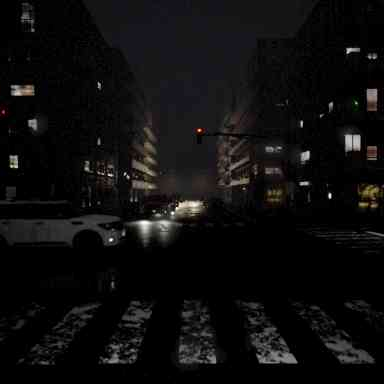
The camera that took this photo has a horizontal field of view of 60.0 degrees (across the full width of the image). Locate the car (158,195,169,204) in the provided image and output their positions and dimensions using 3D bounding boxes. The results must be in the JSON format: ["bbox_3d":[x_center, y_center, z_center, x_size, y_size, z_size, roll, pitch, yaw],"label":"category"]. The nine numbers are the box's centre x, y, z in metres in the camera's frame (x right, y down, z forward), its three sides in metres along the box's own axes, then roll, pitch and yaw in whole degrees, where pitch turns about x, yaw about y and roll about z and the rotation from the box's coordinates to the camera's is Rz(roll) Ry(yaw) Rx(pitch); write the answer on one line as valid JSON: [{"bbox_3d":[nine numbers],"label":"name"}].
[{"bbox_3d":[-5.638,1.464,66.327,1.967,1.590,4.097,0,0,0],"label":"car"}]

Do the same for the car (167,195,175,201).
[{"bbox_3d":[-5.621,1.594,89.056,2.008,1.369,4.403,0,0,0],"label":"car"}]

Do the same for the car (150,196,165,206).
[{"bbox_3d":[-5.647,1.456,54.962,1.967,1.590,4.097,0,0,0],"label":"car"}]

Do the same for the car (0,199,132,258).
[{"bbox_3d":[-5.387,1.300,12.601,5.566,2.045,2.150,-1,0,0],"label":"car"}]

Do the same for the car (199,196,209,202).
[{"bbox_3d":[2.751,1.584,77.687,2.008,1.369,4.403,0,0,0],"label":"car"}]

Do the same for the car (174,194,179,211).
[{"bbox_3d":[-3.065,1.361,40.117,2.097,1.767,4.553,0,0,0],"label":"car"}]

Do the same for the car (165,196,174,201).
[{"bbox_3d":[-5.625,1.589,83.373,2.008,1.369,4.403,0,0,0],"label":"car"}]

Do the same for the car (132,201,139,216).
[{"bbox_3d":[-5.665,1.572,32.232,1.947,1.339,4.313,0,0,0],"label":"car"}]

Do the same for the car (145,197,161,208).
[{"bbox_3d":[-5.652,1.538,49.109,1.752,1.417,4.829,0,0,0],"label":"car"}]

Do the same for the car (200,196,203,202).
[{"bbox_3d":[2.734,1.598,54.957,1.802,1.307,4.206,0,0,0],"label":"car"}]

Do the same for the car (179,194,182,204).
[{"bbox_3d":[-3.049,1.366,50.016,2.097,1.767,4.553,0,0,0],"label":"car"}]

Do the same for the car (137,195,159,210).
[{"bbox_3d":[-5.656,1.325,43.597,2.192,1.841,5.009,0,0,0],"label":"car"}]

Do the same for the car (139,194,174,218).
[{"bbox_3d":[-3.094,1.227,30.205,2.150,2.045,5.566,0,0,1],"label":"car"}]

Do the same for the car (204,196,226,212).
[{"bbox_3d":[2.720,1.448,37.910,1.967,1.590,4.097,0,0,0],"label":"car"}]

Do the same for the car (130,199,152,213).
[{"bbox_3d":[-5.660,1.533,37.745,1.752,1.417,4.829,0,0,0],"label":"car"}]

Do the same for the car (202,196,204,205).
[{"bbox_3d":[2.724,1.451,43.592,1.967,1.590,4.097,0,0,0],"label":"car"}]
